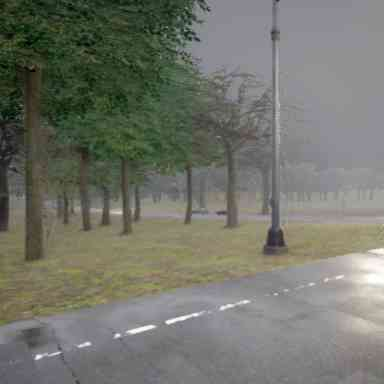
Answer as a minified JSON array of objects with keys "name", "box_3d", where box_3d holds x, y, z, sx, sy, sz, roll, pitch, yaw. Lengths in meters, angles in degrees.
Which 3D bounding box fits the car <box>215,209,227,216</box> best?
[{"name":"car","box_3d":[6.585,4.102,67.284,1.882,1.535,5.008,-1,-3,-34]}]

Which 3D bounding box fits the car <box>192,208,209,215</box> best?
[{"name":"car","box_3d":[1.821,4.305,74.185,1.837,1.490,4.892,-1,-1,-34]}]
